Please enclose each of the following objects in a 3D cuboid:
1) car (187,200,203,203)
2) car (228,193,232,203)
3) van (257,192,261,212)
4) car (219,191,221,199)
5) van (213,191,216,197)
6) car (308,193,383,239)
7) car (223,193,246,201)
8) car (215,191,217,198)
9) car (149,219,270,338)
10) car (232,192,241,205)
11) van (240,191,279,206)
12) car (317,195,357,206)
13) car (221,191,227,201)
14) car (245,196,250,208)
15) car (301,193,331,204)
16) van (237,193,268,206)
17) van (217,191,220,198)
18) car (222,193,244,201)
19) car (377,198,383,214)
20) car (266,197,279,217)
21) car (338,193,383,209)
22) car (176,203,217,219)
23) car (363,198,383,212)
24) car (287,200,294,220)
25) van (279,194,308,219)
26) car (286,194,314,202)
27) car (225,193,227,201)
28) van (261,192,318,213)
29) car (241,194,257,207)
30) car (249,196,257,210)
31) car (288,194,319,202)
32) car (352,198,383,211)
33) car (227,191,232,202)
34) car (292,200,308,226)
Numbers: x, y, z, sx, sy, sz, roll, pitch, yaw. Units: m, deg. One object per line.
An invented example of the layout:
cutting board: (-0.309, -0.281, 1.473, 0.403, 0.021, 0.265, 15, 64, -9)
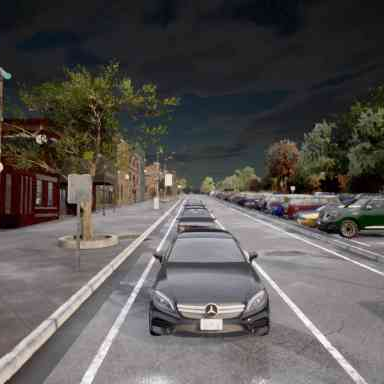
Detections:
car: (0.239, 1.442, 29.838, 2.128, 1.511, 4.902, 0, 0, 0)
car: (9.031, 1.291, 56.266, 4.892, 1.521, 2.231, 0, 1, 0)
van: (9.299, 1.222, 33.834, 4.442, 1.987, 1.878, 0, 0, 0)
car: (8.937, 0.938, 67.476, 5.566, 2.045, 2.435, 0, 1, 0)
van: (8.703, 0.764, 89.901, 4.442, 1.987, 1.878, 0, 1, 0)
car: (9.263, 1.221, 17.011, 5.566, 2.045, 2.435, 0, 0, 0)
car: (8.916, 1.039, 70.280, 4.553, 1.767, 2.185, 0, 1, 0)
car: (8.869, 1.065, 81.494, 5.008, 1.535, 2.097, 0, 1, 0)
car: (0.257, 1.524, 6.812, 1.812, 1.442, 4.674, 0, 0, 0)
car: (9.064, 1.113, 47.853, 5.566, 2.045, 2.435, 0, 1, 0)
van: (9.226, 1.163, 45.054, 4.442, 1.987, 1.878, 0, 0, 0)
car: (22.336, 1.332, 51.281, 5.366, 1.575, 1.946, 0, 1, 0)
car: (8.955, 0.963, 64.673, 5.566, 2.045, 2.435, 0, 1, 0)
car: (9.143, 1.466, 39.445, 4.674, 1.452, 2.002, 0, 0, 0)
car: (22.127, 1.136, 59.607, 4.553, 1.767, 2.185, 0, 1, 0)
van: (9.190, 1.114, 50.659, 4.442, 1.987, 1.878, 0, 1, 0)
van: (8.776, 0.864, 78.688, 4.442, 1.987, 1.878, 0, 1, 0)
car: (8.897, 1.014, 73.084, 4.553, 1.767, 2.185, 0, 1, 0)
car: (22.442, 1.444, 34.624, 5.366, 1.575, 1.946, 0, 0, 0)
car: (9.213, 1.460, 28.225, 5.008, 1.535, 2.097, 0, 0, 0)
car: (22.175, 1.153, 42.950, 5.566, 2.045, 2.435, 0, 0, 0)
car: (0.204, 1.532, 17.391, 2.033, 1.411, 5.357, 0, 0, 0)
car: (22.210, 1.469, 37.394, 4.792, 1.488, 2.163, 0, 0, 0)
car: (9.257, 1.506, 22.618, 4.674, 1.452, 2.002, 0, 0, 0)
van: (9.353, 1.237, 25.422, 4.442, 1.987, 1.878, 0, 0, 0)
car: (22.048, 1.188, 67.935, 4.892, 1.521, 2.231, 0, 1, 0)
car: (8.999, 1.280, 61.873, 4.674, 1.452, 2.002, 0, 1, 0)
van: (9.084, 1.230, 31.031, 4.442, 1.987, 1.878, 0, 0, 0)
car: (9.134, 1.409, 42.248, 4.892, 1.521, 2.231, 0, 0, 0)
car: (9.193, 1.470, 36.637, 4.792, 1.488, 2.163, 0, 0, 0)
car: (21.875, 1.209, 65.157, 5.366, 1.575, 1.946, 0, 0, 0)
car: (22.250, 1.452, 40.178, 4.792, 1.488, 2.163, 0, 0, 0)
car: (9.051, 1.139, 59.068, 4.553, 1.767, 2.185, 0, 1, 0)
car: (9.088, 1.466, 19.814, 5.366, 1.575, 1.946, 0, 0, 0)
